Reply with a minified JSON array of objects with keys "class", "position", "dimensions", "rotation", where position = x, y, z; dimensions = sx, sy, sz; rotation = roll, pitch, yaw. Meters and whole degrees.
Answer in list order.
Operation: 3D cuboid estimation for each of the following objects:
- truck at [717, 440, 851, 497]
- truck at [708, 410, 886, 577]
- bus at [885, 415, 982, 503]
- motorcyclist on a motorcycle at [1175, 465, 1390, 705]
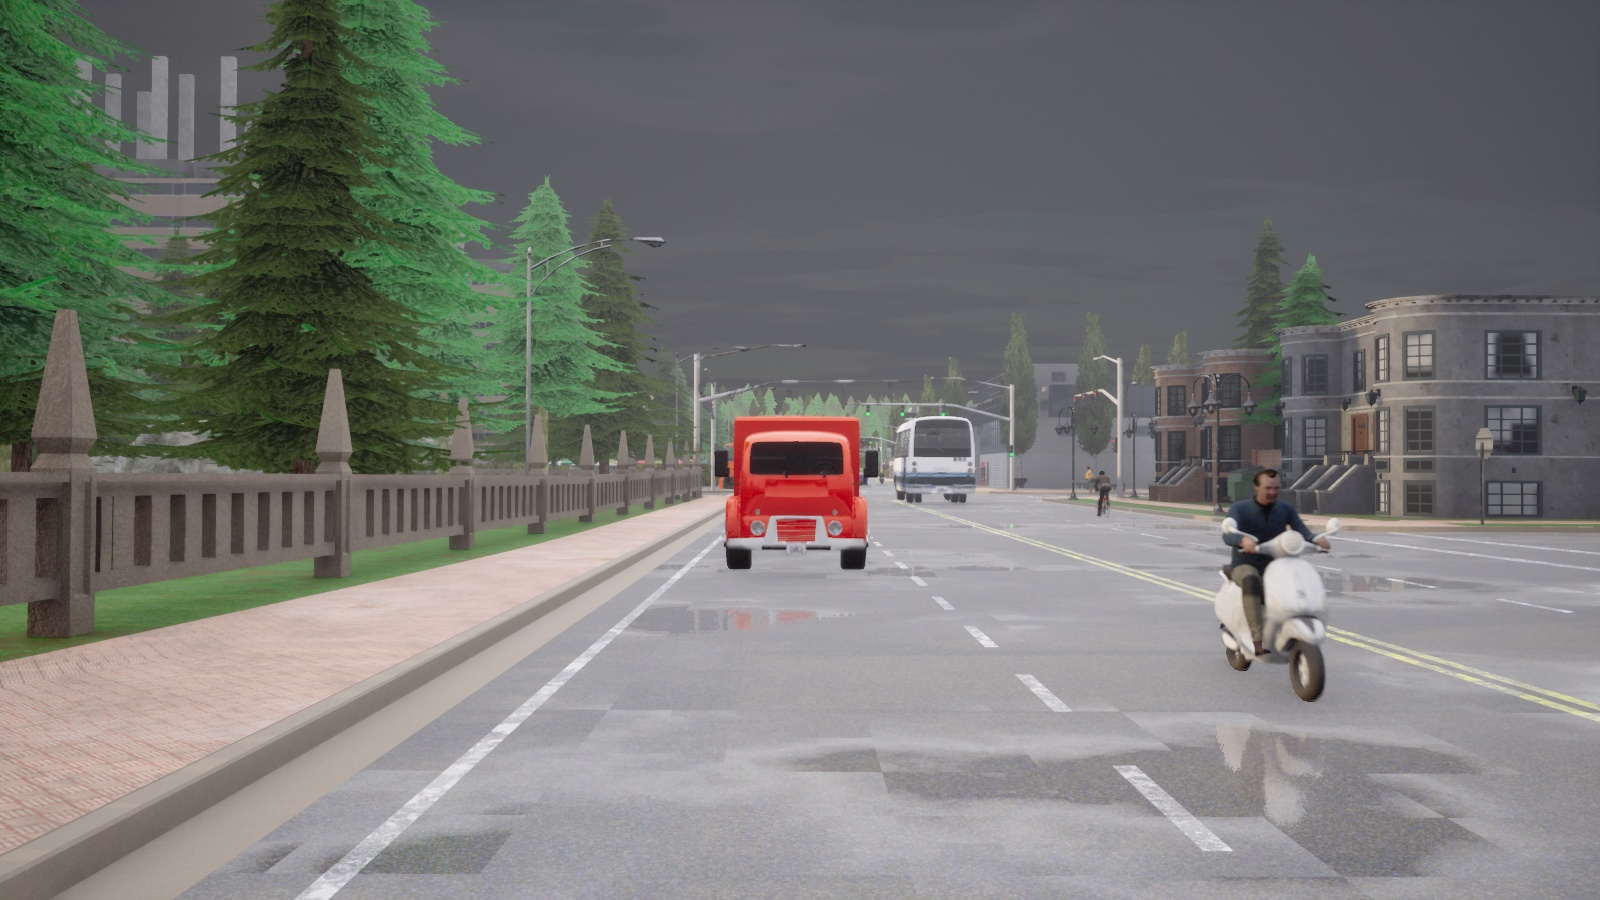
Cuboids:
[{"class":"truck","position":[-1.012,1.162,79.142],"dimensions":[7.936,3.462,2.891],"rotation":[-1,-1,21]},{"class":"truck","position":[-0.056,0.684,21.224],"dimensions":[2.627,2.467,5.204],"rotation":[0,-1,0]},{"class":"bus","position":[6.828,0.514,65.870],"dimensions":[3.944,4.253,10.273],"rotation":[0,-1,0]},{"class":"motorcyclist on a motorcycle","position":[3.476,0.909,9.246],"dimensions":[0.866,1.590,1.817],"rotation":[0,-1,0]}]
